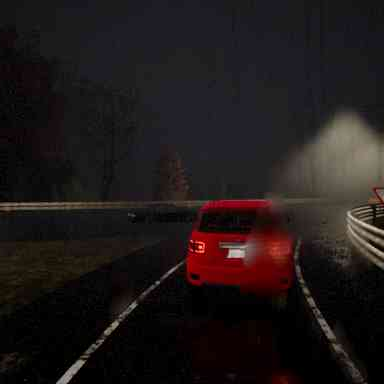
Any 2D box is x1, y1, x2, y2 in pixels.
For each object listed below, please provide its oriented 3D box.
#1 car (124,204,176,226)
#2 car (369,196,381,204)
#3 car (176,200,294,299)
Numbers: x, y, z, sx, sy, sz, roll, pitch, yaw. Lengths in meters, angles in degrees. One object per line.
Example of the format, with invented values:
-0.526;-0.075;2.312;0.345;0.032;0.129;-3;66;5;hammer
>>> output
-1.941;1.546;23.174;5.357;1.411;2.033;0;0;-26;car
33.627;1.478;60.646;1.882;1.535;5.008;0;0;38;car
1.369;1.221;8.713;2.150;2.045;5.566;0;0;12;car
